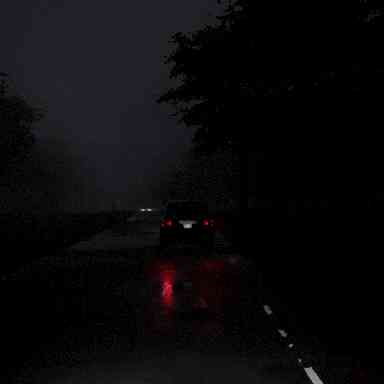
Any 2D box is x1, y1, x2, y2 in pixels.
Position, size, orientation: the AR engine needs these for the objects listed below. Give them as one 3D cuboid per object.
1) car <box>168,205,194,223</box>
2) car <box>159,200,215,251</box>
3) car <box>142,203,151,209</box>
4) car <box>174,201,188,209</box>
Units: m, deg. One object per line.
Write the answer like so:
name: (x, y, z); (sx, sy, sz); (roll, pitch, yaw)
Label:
car: (-1.083, 1.897, 29.747); (2.033, 1.411, 5.357); (0, -1, -4)
car: (-0.248, 1.352, 14.743); (2.150, 2.045, 5.566); (0, -1, -2)
car: (-10.478, 3.245, 75.927); (1.895, 1.301, 4.718); (0, -2, -11)
car: (-2.226, 2.624, 65.752); (2.163, 1.488, 4.792); (0, -2, -10)
